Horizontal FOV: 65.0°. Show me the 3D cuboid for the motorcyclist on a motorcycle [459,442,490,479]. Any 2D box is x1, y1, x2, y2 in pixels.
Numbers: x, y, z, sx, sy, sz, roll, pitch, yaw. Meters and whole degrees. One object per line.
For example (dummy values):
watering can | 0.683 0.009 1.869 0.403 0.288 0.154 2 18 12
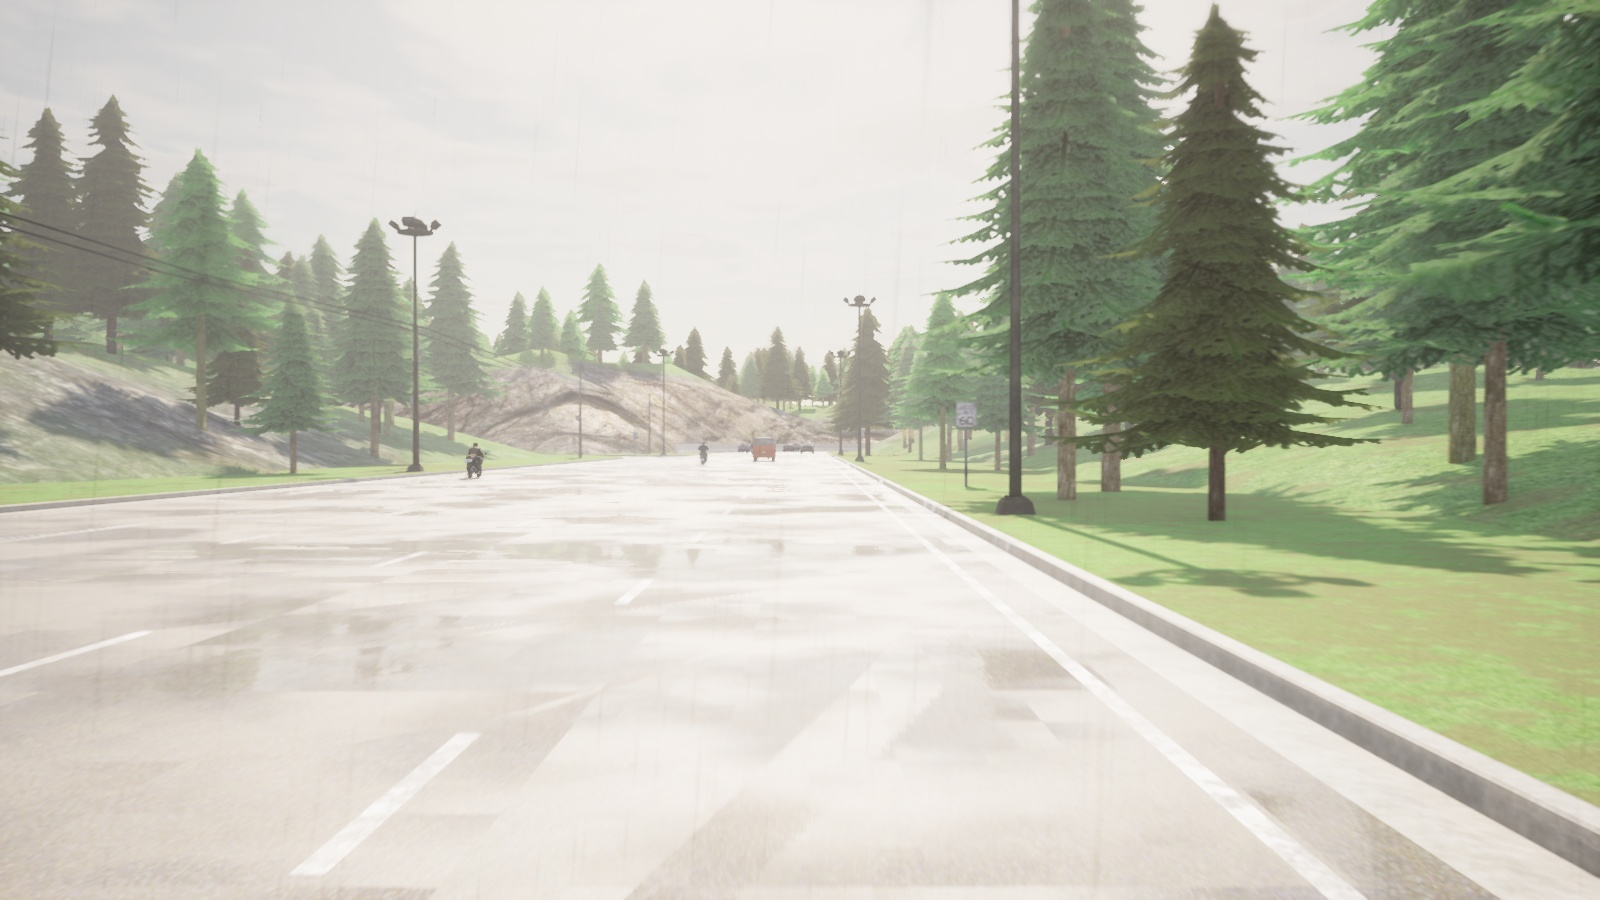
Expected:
motorcyclist on a motorcycle | -13.682 0.421 52.840 0.797 1.523 2.044 0 0 0
